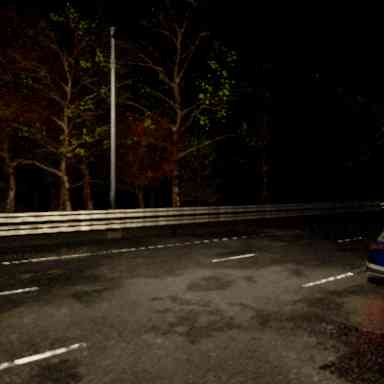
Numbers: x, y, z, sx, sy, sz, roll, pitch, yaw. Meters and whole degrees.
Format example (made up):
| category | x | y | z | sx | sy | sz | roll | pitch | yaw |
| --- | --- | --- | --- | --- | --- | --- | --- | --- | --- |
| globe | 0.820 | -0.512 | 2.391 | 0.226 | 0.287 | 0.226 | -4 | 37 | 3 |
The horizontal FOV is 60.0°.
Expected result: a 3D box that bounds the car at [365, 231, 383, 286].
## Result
| category | x | y | z | sx | sy | sz | roll | pitch | yaw |
| --- | --- | --- | --- | --- | --- | --- | --- | --- | --- |
| car | 6.067 | 1.428 | 8.271 | 4.856 | 1.649 | 2.033 | 0 | 2 | -41 |
